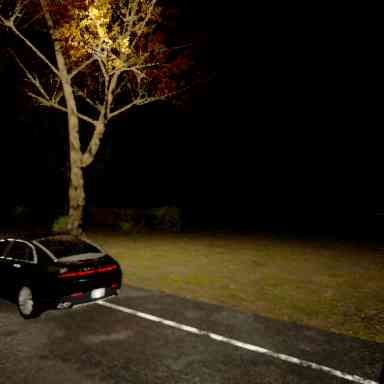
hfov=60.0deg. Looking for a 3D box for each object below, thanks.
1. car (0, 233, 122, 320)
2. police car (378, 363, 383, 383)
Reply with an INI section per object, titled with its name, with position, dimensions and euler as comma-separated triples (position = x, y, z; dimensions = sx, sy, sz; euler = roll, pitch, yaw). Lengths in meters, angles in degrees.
[car]
position = -3.749, 1.749, 7.940
dimensions = 4.892, 1.490, 1.837
euler = -1, -2, 37
[police car]
position = 4.128, 1.548, 1.971
dimensions = 5.238, 1.638, 1.930
euler = -1, -2, 37
